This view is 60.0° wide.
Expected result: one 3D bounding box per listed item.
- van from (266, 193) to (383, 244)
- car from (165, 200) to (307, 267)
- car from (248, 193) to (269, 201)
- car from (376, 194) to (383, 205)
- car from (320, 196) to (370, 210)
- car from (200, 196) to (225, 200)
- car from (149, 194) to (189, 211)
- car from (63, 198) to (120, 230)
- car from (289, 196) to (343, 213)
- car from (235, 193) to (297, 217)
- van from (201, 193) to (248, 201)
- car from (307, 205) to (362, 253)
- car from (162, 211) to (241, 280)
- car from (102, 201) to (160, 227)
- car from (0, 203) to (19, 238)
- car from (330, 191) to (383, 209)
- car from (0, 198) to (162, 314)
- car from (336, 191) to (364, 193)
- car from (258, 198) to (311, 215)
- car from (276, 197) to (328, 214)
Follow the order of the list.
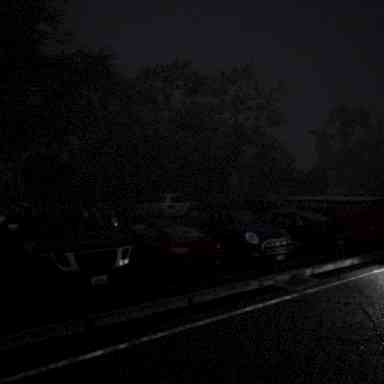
[{"bbox_3d":[5.781,1.191,14.814,1.878,1.987,4.442,0,0,-36],"label":"van"},{"bbox_3d":[1.271,1.317,11.482,2.185,1.767,4.553,0,0,-36],"label":"car"},{"bbox_3d":[4.579,1.131,29.929,2.435,2.045,5.566,0,0,-36],"label":"car"},{"bbox_3d":[29.414,1.092,47.701,2.163,1.488,4.792,-1,1,-36],"label":"car"},{"bbox_3d":[18.150,1.235,39.597,2.231,1.521,4.892,-1,1,-36],"label":"car"},{"bbox_3d":[-0.026,1.404,26.828,1.946,1.575,5.366,0,0,-36],"label":"car"},{"bbox_3d":[-2.193,1.169,25.084,2.435,2.045,5.566,0,0,-36],"label":"car"},{"bbox_3d":[-6.709,1.319,21.855,2.185,1.767,4.553,0,0,-36],"label":"car"},{"bbox_3d":[13.521,1.292,36.520,1.946,1.575,5.366,-1,0,-36],"label":"car"},{"bbox_3d":[6.870,1.113,31.499,2.435,2.045,5.566,0,0,-36],"label":"car"},{"bbox_3d":[2.270,1.169,28.385,1.878,1.987,4.442,0,0,-36],"label":"van"},{"bbox_3d":[3.573,1.431,13.083,2.231,1.521,4.892,0,0,-36],"label":"car"},{"bbox_3d":[-0.988,1.495,9.824,2.002,1.452,4.674,0,0,-36],"label":"car"},{"bbox_3d":[-4.416,1.462,23.423,2.163,1.488,4.792,0,0,-36],"label":"car"},{"bbox_3d":[-11.097,1.467,18.449,1.946,1.575,5.366,0,0,-36],"label":"car"},{"bbox_3d":[20.417,0.949,41.192,2.435,2.045,5.566,-1,1,-36],"label":"car"},{"bbox_3d":[-3.254,1.216,8.171,2.435,2.045,5.566,0,0,-36],"label":"car"},{"bbox_3d":[10.425,1.141,17.959,2.435,2.045,5.566,0,0,-36],"label":"car"},{"bbox_3d":[9.095,1.375,33.161,2.163,1.488,4.792,0,0,-36],"label":"car"},{"bbox_3d":[11.392,1.354,34.733,2.163,1.488,4.792,0,0,-36],"label":"car"}]
